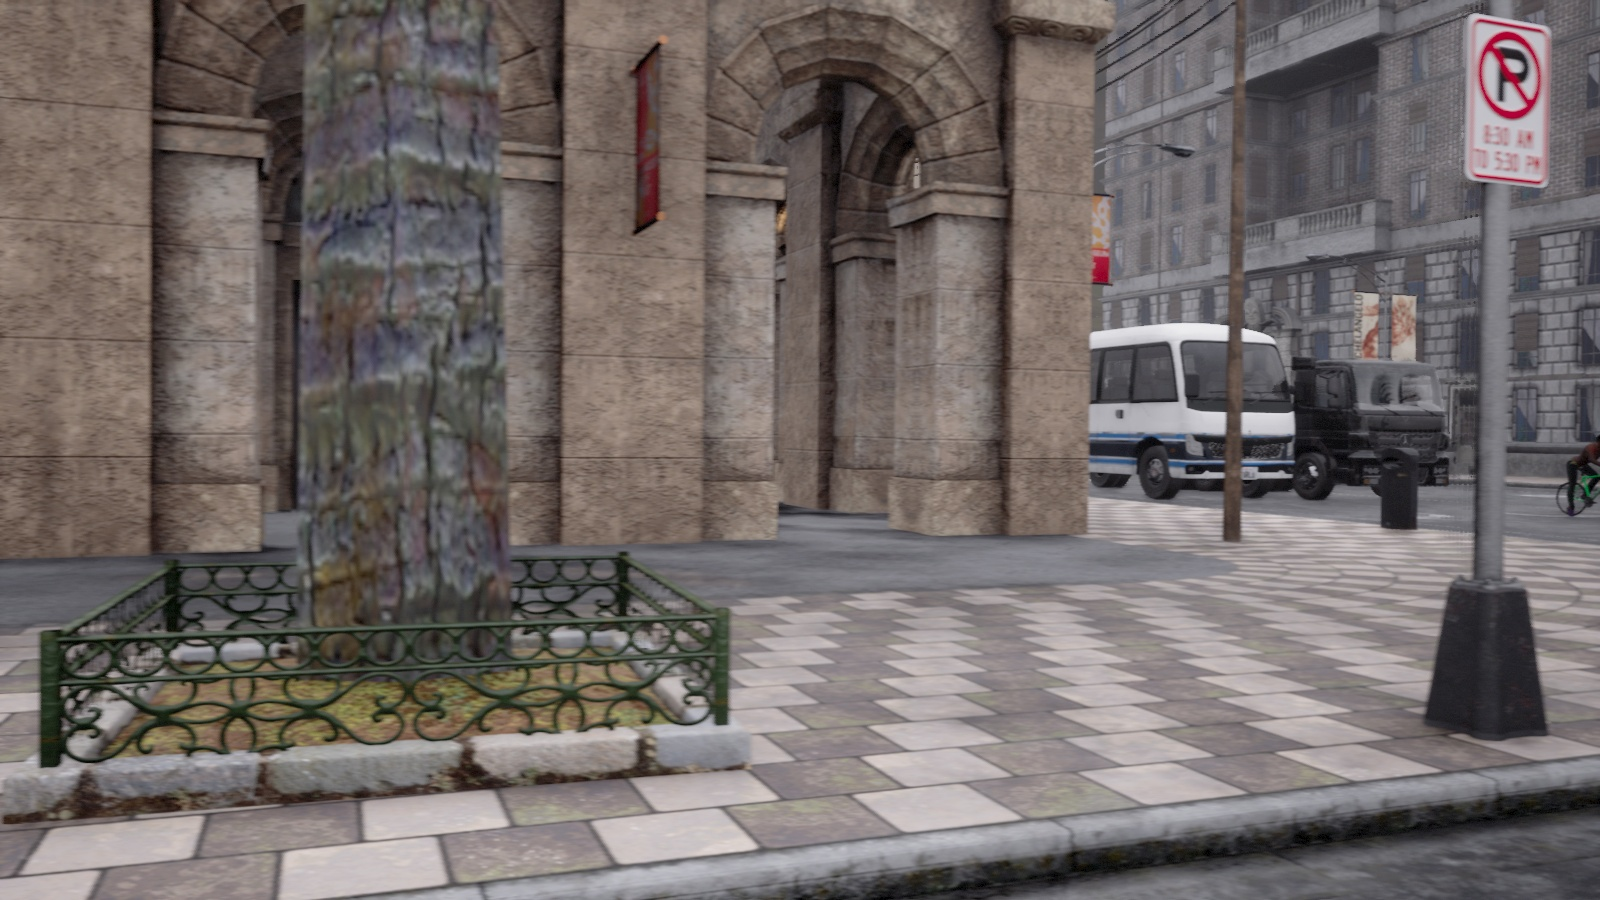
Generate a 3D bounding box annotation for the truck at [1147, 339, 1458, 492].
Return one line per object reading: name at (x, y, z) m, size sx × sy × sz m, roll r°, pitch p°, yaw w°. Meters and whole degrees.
truck at (12.636, -0.850, 32.575) m, size 2.891 × 3.462 × 7.936 m, roll -1°, pitch 1°, yaw -20°

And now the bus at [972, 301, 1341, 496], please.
bus at (8.743, -1.208, 32.927) m, size 3.944 × 4.253 × 10.273 m, roll -1°, pitch 1°, yaw -21°

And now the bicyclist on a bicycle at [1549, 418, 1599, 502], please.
bicyclist on a bicycle at (15.664, 0.181, 24.649) m, size 0.582 × 1.620 × 1.656 m, roll -1°, pitch 1°, yaw -20°
